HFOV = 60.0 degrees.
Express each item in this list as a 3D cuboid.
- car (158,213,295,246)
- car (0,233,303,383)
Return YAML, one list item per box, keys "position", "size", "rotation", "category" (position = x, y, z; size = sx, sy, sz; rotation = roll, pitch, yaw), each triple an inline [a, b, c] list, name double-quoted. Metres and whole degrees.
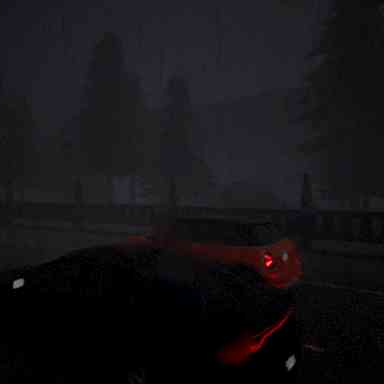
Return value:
- position: [0.133, 1.337, 7.930]
  size: [4.553, 1.767, 2.097]
  rotation: [0, 0, 33]
  category: "car"
- position: [-1.109, 1.467, 4.578]
  size: [5.008, 1.535, 1.882]
  rotation: [0, 0, 33]
  category: "car"
